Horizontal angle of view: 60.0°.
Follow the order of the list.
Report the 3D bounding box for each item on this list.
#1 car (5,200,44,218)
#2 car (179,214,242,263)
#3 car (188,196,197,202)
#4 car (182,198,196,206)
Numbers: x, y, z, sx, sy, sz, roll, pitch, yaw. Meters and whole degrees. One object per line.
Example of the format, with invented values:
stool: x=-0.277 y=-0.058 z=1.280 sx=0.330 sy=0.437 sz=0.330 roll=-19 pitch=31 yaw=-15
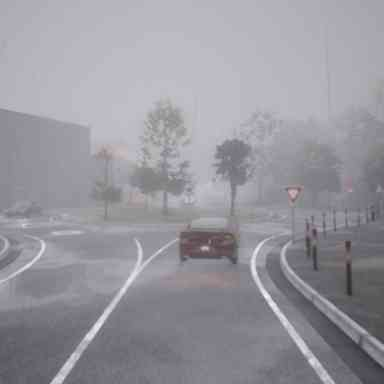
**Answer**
car: x=-15.080 y=1.523 z=30.125 sx=1.837 sy=1.490 sz=4.892 roll=-2 pitch=0 yaw=-4
car: x=0.821 y=1.555 z=12.479 sx=1.882 sy=1.535 sz=5.008 roll=0 pitch=0 yaw=10
car: x=0.096 y=1.794 z=83.277 sx=2.033 sy=1.411 sz=5.357 roll=0 pitch=0 yaw=1
car: x=-0.654 y=1.691 z=54.761 sx=1.895 sy=1.301 sz=4.718 roll=0 pitch=0 yaw=-6
